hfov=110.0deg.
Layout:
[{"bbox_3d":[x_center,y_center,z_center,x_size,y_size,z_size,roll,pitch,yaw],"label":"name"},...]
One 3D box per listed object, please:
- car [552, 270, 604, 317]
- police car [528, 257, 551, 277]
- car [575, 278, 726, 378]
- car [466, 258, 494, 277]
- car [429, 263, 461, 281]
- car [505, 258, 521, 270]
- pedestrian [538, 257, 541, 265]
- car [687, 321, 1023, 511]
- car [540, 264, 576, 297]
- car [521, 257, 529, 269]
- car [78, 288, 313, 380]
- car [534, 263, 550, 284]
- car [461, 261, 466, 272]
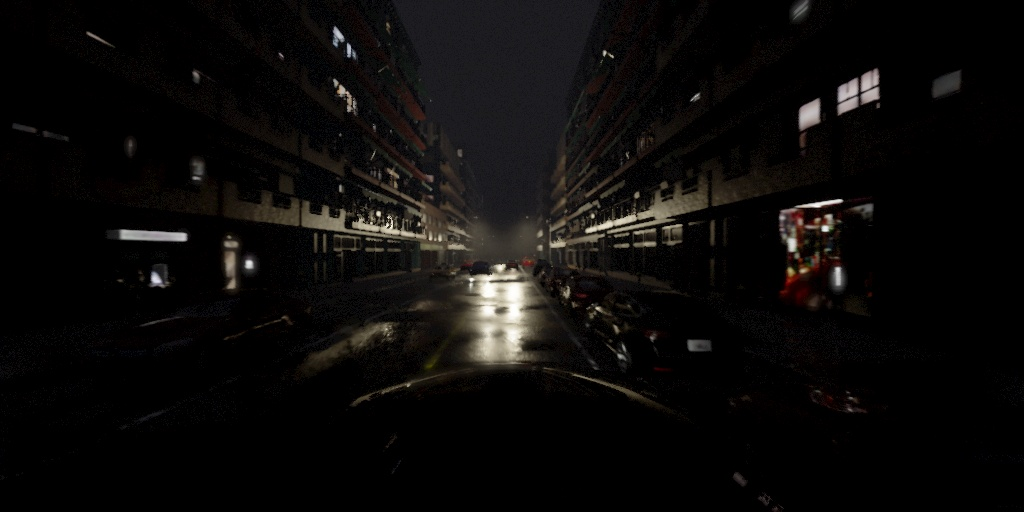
[{"bbox_3d":[2.691,1.331,12.883,1.802,1.307,4.207,0,0,0],"label":"car"},{"bbox_3d":[3.006,1.182,36.284,1.930,1.638,5.238,0,0,0],"label":"police car"},{"bbox_3d":[2.690,1.314,7.199,1.948,1.339,4.313,0,0,0],"label":"car"},{"bbox_3d":[-3.085,1.234,35.781,1.882,1.535,5.008,0,0,0],"label":"car"},{"bbox_3d":[-5.687,1.280,29.772,1.751,1.417,4.829,0,0,0],"label":"car"},{"bbox_3d":[0.022,1.274,51.255,1.837,1.490,4.892,0,0,0],"label":"car"},{"bbox_3d":[3.006,1.052,39.282,0.375,1.860,0.375,-1,1,0],"label":"pedestrian"},{"bbox_3d":[2.689,1.332,1.514,1.802,1.307,4.207,0,0,0],"label":"car"},{"bbox_3d":[2.692,1.294,18.568,1.888,1.381,4.507,0,0,0],"label":"car"},{"bbox_3d":[2.698,1.090,58.360,2.192,1.841,5.009,0,0,0],"label":"car"},{"bbox_3d":[-5.690,1.332,7.203,1.802,1.307,4.207,0,0,0],"label":"car"},{"bbox_3d":[2.693,1.333,24.253,1.802,1.307,4.207,0,0,0],"label":"car"},{"bbox_3d":[-5.685,1.310,46.996,1.888,1.381,4.507,0,0,0],"label":"car"}]
